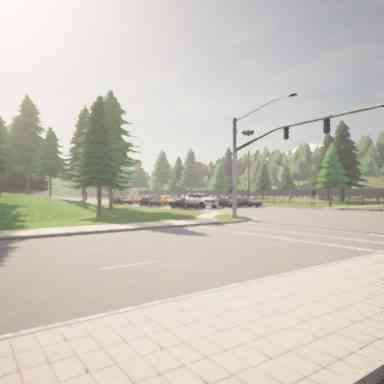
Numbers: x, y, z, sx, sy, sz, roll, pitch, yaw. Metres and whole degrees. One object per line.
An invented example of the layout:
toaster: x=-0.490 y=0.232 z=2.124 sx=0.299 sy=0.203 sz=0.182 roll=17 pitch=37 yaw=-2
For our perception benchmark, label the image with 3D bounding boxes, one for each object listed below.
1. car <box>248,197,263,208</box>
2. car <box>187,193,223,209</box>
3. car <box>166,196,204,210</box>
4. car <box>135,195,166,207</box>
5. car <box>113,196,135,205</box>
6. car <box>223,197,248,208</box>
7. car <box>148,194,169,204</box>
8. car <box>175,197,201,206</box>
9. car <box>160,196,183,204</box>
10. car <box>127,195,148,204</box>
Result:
car: x=7.716 y=1.469 z=48.102 sx=2.033 sy=1.411 sz=5.357 roll=0 pitch=0 yaw=-35
car: x=1.226 y=1.159 z=45.166 sx=2.150 sy=2.045 sz=5.566 roll=0 pitch=0 yaw=-34
car: x=-0.965 y=1.547 z=42.181 sx=1.895 sy=1.301 sz=4.718 roll=0 pitch=0 yaw=-35
car: x=-6.309 y=1.451 z=49.812 sx=1.837 sy=1.490 sz=4.892 roll=0 pitch=0 yaw=-35
car: x=-12.163 y=1.494 z=58.204 sx=2.033 sy=1.411 sz=5.357 roll=0 pitch=0 yaw=-36
car: x=4.787 y=1.477 z=46.177 sx=2.033 sy=1.411 sz=5.357 roll=0 pitch=0 yaw=-35
car: x=-6.271 y=1.282 z=62.023 sx=2.097 sy=1.767 sz=4.553 roll=0 pitch=0 yaw=-35
car: x=-0.711 y=1.531 z=54.034 sx=1.895 sy=1.301 sz=4.718 roll=0 pitch=0 yaw=-35
car: x=-4.006 y=1.469 z=64.936 sx=2.033 sy=1.411 sz=5.357 roll=0 pitch=0 yaw=-34
car: x=-10.024 y=1.416 z=61.274 sx=1.882 sy=1.535 sz=5.008 roll=0 pitch=0 yaw=-34
